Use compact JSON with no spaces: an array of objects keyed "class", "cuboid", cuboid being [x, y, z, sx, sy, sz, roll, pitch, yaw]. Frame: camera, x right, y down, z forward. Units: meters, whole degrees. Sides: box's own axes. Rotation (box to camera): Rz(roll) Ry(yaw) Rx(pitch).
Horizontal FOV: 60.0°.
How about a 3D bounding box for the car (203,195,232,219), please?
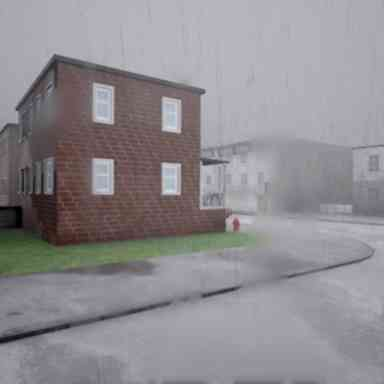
[{"class":"car","cuboid":[1.184,1.341,30.172,2.150,2.045,5.566,0,0,-36]}]
